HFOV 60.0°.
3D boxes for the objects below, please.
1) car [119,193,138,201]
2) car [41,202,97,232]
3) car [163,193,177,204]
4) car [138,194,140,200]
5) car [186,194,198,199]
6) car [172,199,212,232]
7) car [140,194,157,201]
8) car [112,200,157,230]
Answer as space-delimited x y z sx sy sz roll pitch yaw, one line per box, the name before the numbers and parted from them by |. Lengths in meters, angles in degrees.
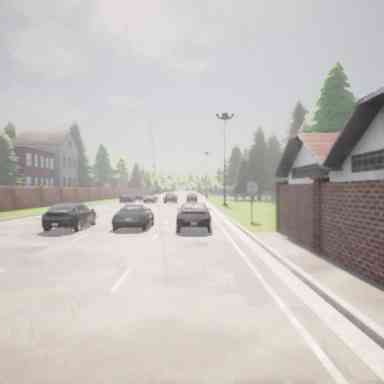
car | -10.507 1.094 54.194 1.882 1.535 5.008 0 0 0
car | -6.901 1.368 19.138 1.837 1.490 4.892 0 0 0
car | -3.507 0.966 54.581 2.097 1.767 4.553 0 0 0
car | -10.508 1.022 64.613 1.882 1.535 5.008 0 0 0
car | -0.007 1.089 54.995 1.882 1.535 5.008 0 0 0
car | 0.098 1.356 19.073 2.128 1.511 4.902 0 0 0
car | -7.007 1.209 55.378 1.895 1.301 4.718 0 0 0
car | -3.402 1.423 19.785 1.994 1.385 4.181 0 0 0
